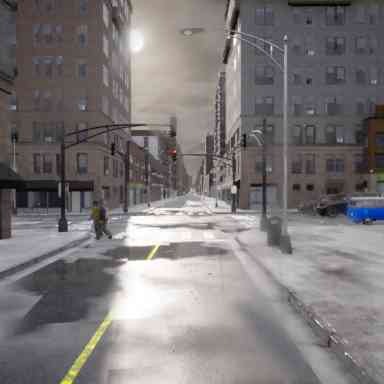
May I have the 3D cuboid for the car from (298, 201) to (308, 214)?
[{"bbox_3d":[12.237,1.117,30.077,5.009,1.841,2.192,-1,1,0],"label":"car"}]

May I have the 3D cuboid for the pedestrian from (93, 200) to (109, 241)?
[{"bbox_3d":[-4.151,1.291,15.233,0.375,1.860,0.375,0,0,0],"label":"pedestrian"}]

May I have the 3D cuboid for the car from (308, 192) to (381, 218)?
[{"bbox_3d":[12.915,1.034,27.427,5.566,2.045,2.150,-1,0,0],"label":"car"}]

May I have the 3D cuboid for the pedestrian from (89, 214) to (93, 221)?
[{"bbox_3d":[-4.554,1.291,15.849,0.375,1.860,0.375,0,0,0],"label":"pedestrian"}]

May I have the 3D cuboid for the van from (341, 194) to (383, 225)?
[{"bbox_3d":[12.217,1.203,21.553,3.998,1.788,1.690,-1,1,0],"label":"van"}]
